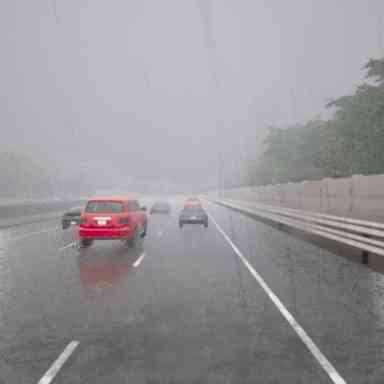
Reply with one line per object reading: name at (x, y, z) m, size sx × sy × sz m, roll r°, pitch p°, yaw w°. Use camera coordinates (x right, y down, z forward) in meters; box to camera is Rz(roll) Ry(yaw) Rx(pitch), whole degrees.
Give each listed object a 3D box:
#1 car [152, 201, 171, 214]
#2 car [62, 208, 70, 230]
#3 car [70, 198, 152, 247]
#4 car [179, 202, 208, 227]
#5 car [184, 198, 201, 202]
car at (-3.403, 1.691, 36.677) m, size 1.994 × 1.385 × 4.181 m, roll 0°, pitch 0°, yaw 0°
car at (-6.902, 1.573, 21.758) m, size 1.837 × 1.490 × 4.892 m, roll 0°, pitch 0°, yaw 0°
car at (-3.401, 1.264, 15.271) m, size 2.150 × 2.045 × 5.566 m, roll 0°, pitch 0°, yaw 0°
car at (0.098, 1.640, 23.664) m, size 1.994 × 1.385 × 4.181 m, roll 0°, pitch 0°, yaw 0°
car at (0.095, 1.500, 41.770) m, size 2.097 × 1.767 × 4.553 m, roll 0°, pitch 0°, yaw 0°
